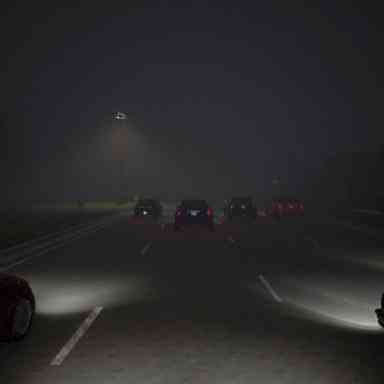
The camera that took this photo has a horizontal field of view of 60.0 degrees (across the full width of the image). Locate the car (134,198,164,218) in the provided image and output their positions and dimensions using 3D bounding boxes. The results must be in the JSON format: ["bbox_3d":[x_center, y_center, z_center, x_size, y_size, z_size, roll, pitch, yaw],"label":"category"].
[{"bbox_3d":[-3.394,1.232,26.417,1.837,1.490,4.892,0,1,0],"label":"car"}]

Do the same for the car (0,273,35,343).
[{"bbox_3d":[-3.398,1.490,3.358,1.812,1.442,4.674,0,1,0],"label":"car"}]

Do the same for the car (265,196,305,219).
[{"bbox_3d":[7.106,1.084,25.983,2.097,1.767,4.553,0,1,0],"label":"car"}]

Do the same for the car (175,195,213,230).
[{"bbox_3d":[0.104,1.148,19.664,2.097,1.767,4.553,0,1,0],"label":"car"}]

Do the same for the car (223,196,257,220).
[{"bbox_3d":[3.606,1.088,25.602,2.097,1.767,4.553,0,1,0],"label":"car"}]

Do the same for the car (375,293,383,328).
[{"bbox_3d":[3.599,1.521,2.393,2.033,1.411,5.357,0,1,0],"label":"car"}]

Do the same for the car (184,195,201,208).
[{"bbox_3d":[0.110,1.113,42.234,2.033,1.411,5.357,0,1,0],"label":"car"}]
